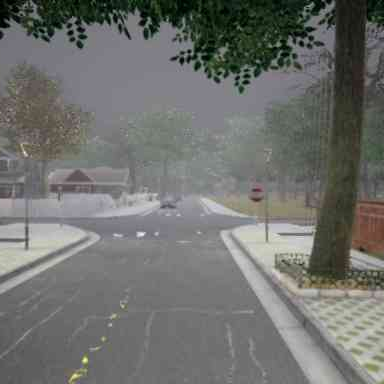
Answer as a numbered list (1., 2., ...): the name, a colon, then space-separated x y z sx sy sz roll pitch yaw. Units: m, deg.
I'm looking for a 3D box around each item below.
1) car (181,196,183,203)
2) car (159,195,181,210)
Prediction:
1. car: -2.727 1.237 63.133 2.033 1.411 5.357 0 0 0
2. car: -2.737 1.324 39.425 2.033 1.411 5.357 0 0 0
